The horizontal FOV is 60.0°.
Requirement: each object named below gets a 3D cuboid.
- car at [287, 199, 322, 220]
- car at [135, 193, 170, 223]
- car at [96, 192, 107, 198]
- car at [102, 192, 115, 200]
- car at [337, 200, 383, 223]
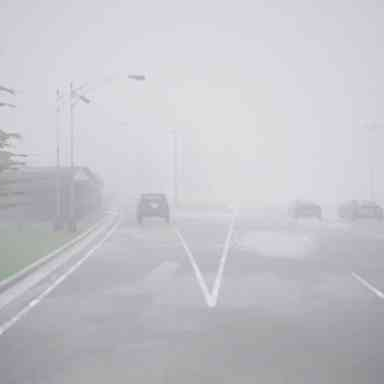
[{"bbox_3d":[8.618,1.275,25.791,1.882,1.535,5.008,0,0,8],"label":"car"},{"bbox_3d":[-2.937,1.061,24.312,2.150,2.045,5.566,0,0,-11],"label":"car"},{"bbox_3d":[-23.658,0.820,87.016,1.812,1.442,4.674,0,0,-28],"label":"car"},{"bbox_3d":[-19.356,1.031,77.851,2.128,1.511,4.902,0,0,-25],"label":"car"},{"bbox_3d":[11.845,1.295,23.676,2.128,1.511,4.902,0,0,8],"label":"car"}]
